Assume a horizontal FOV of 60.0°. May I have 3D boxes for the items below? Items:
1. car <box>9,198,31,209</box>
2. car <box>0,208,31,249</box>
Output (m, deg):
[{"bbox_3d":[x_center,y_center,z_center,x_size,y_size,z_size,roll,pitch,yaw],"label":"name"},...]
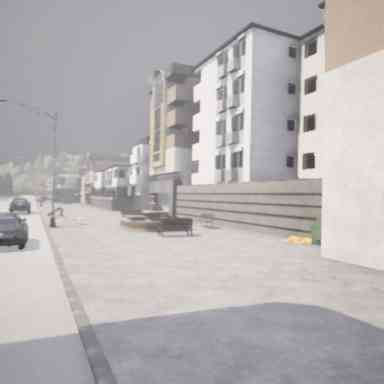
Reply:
[{"bbox_3d":[-19.402,1.445,37.608,2.097,1.767,4.553,2,-1,-25],"label":"car"},{"bbox_3d":[-8.204,1.586,14.367,1.994,1.385,4.181,2,-1,-26],"label":"car"}]
